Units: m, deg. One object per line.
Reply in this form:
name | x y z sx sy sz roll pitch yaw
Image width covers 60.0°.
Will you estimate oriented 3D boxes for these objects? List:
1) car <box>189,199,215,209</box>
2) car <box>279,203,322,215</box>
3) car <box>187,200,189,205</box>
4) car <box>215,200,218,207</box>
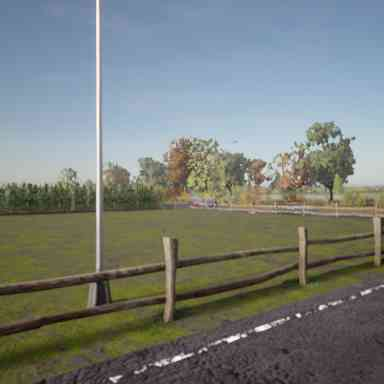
car | 1.651 2.044 56.139 1.812 1.442 4.674 -1 -1 -21
car | 12.324 1.849 37.851 1.895 1.301 4.718 -1 0 -35
car | 0.257 2.115 70.387 1.812 1.442 4.674 -1 0 -16
car | 3.127 2.019 60.392 2.128 1.511 4.902 -1 0 -17
